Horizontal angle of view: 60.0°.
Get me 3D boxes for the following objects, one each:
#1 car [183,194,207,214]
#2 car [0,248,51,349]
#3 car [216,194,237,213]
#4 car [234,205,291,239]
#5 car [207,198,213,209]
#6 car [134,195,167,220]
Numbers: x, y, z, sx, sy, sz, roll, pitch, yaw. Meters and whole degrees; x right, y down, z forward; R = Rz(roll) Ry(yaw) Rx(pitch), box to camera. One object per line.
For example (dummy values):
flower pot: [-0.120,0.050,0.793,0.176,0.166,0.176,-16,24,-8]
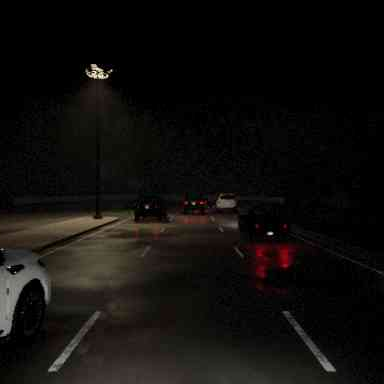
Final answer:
car: [0.277,1.221,34.783,2.150,2.045,5.566,0,0,2]
car: [-3.399,1.220,3.117,2.150,2.045,5.566,0,0,0]
car: [3.946,1.221,37.869,2.150,2.045,5.566,0,0,4]
car: [3.598,1.601,17.475,1.895,1.301,4.718,0,0,0]
car: [1.620,1.492,44.551,2.128,1.511,4.902,0,0,12]
car: [-3.392,1.223,27.826,2.150,2.045,5.566,0,0,0]
